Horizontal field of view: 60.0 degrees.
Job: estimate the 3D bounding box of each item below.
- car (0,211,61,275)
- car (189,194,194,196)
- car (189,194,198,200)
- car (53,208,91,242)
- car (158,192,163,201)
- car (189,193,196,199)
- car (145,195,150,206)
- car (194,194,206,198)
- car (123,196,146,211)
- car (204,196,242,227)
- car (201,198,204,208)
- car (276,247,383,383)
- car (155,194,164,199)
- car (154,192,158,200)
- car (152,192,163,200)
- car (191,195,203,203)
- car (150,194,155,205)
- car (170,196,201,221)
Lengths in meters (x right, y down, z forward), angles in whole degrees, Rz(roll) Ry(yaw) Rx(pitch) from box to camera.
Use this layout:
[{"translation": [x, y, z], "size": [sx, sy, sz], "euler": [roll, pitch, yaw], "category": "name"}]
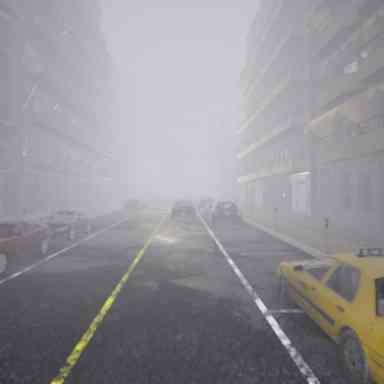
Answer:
[{"translation": [-5.958, 1.520, 10.337], "size": [1.887, 1.381, 4.507], "euler": [1, 0, -2], "category": "car"}, {"translation": [-1.167, 1.337, 42.825], "size": [1.994, 1.385, 4.181], "euler": [0, 0, -2], "category": "car"}, {"translation": [0.355, 1.099, 78.546], "size": [1.887, 1.381, 4.507], "euler": [1, 0, -2], "category": "car"}, {"translation": [-6.130, 1.497, 16.006], "size": [2.008, 1.369, 4.403], "euler": [1, 0, -2], "category": "car"}, {"translation": [-7.851, 1.180, 72.691], "size": [2.008, 1.369, 4.403], "euler": [1, 0, -2], "category": "car"}, {"translation": [-0.005, 1.009, 90.051], "size": [1.752, 1.417, 4.829], "euler": [1, 0, -2], "category": "car"}, {"translation": [-6.985, 1.319, 44.179], "size": [1.752, 1.417, 4.829], "euler": [1, 0, -2], "category": "car"}, {"translation": [1.560, 1.223, 38.869], "size": [1.967, 1.590, 4.097], "euler": [1, 0, -2], "category": "car"}, {"translation": [-6.819, 1.390, 38.681], "size": [1.947, 1.339, 4.313], "euler": [1, 0, -2], "category": "car"}, {"translation": [2.076, 1.315, 21.866], "size": [1.967, 1.590, 4.097], "euler": [1, 0, -2], "category": "car"}, {"translation": [1.905, 1.426, 27.536], "size": [1.802, 1.307, 4.206], "euler": [1, 0, -2], "category": "car"}, {"translation": [2.587, 1.487, 5.032], "size": [1.752, 1.417, 4.829], "euler": [1, 0, -2], "category": "car"}, {"translation": [-8.196, 1.143, 84.028], "size": [1.802, 1.307, 4.206], "euler": [1, 0, -2], "category": "car"}, {"translation": [-7.334, 1.169, 55.686], "size": [1.967, 1.590, 4.097], "euler": [1, 0, -2], "category": "car"}, {"translation": [-8.020, 0.910, 78.357], "size": [2.192, 1.841, 5.009], "euler": [1, 0, -2], "category": "car"}, {"translation": [0.871, 1.199, 61.542], "size": [1.887, 1.381, 4.507], "euler": [1, 0, -2], "category": "car"}, {"translation": [-7.163, 1.312, 50.018], "size": [2.008, 1.369, 4.403], "euler": [1, 0, -2], "category": "car"}, {"translation": [-0.655, 1.359, 25.890], "size": [2.128, 1.511, 4.902], "euler": [0, 0, -2], "category": "car"}]
